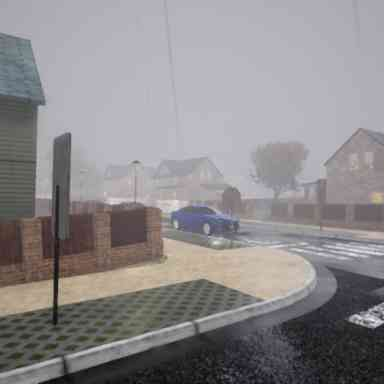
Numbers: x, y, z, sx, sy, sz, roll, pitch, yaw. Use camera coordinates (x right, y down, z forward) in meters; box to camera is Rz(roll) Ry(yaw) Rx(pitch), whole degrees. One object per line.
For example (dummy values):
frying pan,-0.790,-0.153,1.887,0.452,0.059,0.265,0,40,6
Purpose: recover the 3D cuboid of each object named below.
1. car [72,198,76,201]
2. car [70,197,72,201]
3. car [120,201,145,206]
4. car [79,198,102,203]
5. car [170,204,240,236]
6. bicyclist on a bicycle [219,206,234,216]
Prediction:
car,-15.694,1.665,48.690,1.812,1.442,4.674,2,-1,-34
car,-21.109,1.653,56.843,1.837,1.490,4.892,2,-1,-33
car,-4.683,1.530,26.768,1.837,1.490,4.892,2,-1,-33
car,-10.382,1.572,35.371,1.812,1.442,4.674,2,-1,-33
car,0.630,1.481,18.759,1.882,1.535,5.008,2,-1,-33
bicyclist on a bicycle,2.671,1.466,26.283,1.656,1.620,0.582,1,-1,-34
